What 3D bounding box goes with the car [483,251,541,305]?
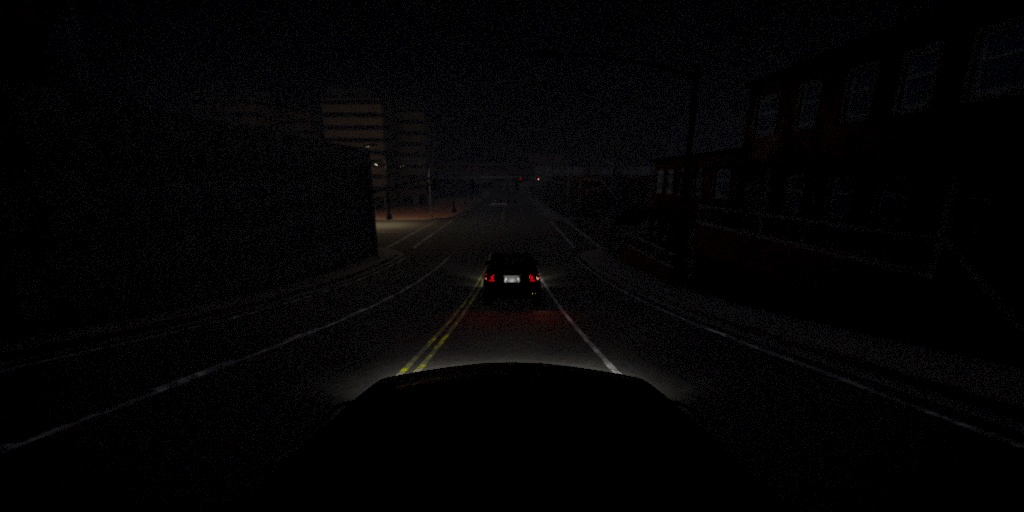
[{"bbox_3d":[0.003,0.788,15.173,2.150,2.045,5.566,0,3,0],"label":"car"}]
